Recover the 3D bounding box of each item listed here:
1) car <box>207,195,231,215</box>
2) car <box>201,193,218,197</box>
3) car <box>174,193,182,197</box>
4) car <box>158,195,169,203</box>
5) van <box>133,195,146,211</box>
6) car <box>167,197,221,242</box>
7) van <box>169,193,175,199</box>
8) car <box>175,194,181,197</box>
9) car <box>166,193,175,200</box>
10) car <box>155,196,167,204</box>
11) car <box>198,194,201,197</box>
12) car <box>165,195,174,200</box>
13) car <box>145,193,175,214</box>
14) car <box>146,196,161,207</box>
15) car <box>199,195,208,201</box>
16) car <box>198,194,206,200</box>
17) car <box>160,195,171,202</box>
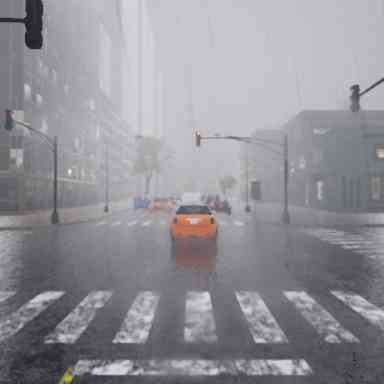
[{"bbox_3d":[2.703,1.366,32.648,1.967,1.590,4.097,1,0,0],"label":"car"},{"bbox_3d":[2.705,1.214,43.996,2.192,1.841,5.009,1,0,0],"label":"car"},{"bbox_3d":[-3.004,1.009,65.691,2.097,1.767,4.553,0,0,0],"label":"car"},{"bbox_3d":[-5.681,1.412,66.654,1.947,1.339,4.313,1,0,0],"label":"car"},{"bbox_3d":[-5.675,1.254,38.283,1.690,1.788,3.998,1,0,0],"label":"van"},{"bbox_3d":[0.094,1.316,16.398,2.097,1.767,4.553,0,0,0],"label":"car"},{"bbox_3d":[-5.678,1.120,95.023,1.690,1.788,3.998,1,0,0],"label":"van"},{"bbox_3d":[-3.086,1.394,48.945,1.837,1.490,4.892,0,0,0],"label":"car"},{"bbox_3d":[-5.677,1.107,89.349,2.192,1.841,5.009,1,0,0],"label":"car"},{"bbox_3d":[-5.681,1.441,60.979,1.802,1.307,4.206,1,0,0],"label":"car"},{"bbox_3d":[2.704,1.161,66.692,2.192,1.841,5.009,1,0,0],"label":"car"},{"bbox_3d":[-5.681,1.356,83.675,2.008,1.369,4.403,1,0,0],"label":"car"},{"bbox_3d":[-3.099,1.276,33.517,2.097,1.767,4.553,0,0,0],"label":"car"},{"bbox_3d":[-5.679,1.412,49.461,1.752,1.417,4.829,1,0,0],"label":"car"},{"bbox_3d":[2.699,1.385,78.041,1.947,1.339,4.313,1,0,0],"label":"car"},{"bbox_3d":[2.700,1.232,89.388,1.967,1.590,4.097,1,0,0],"label":"car"},{"bbox_3d":[-5.681,1.398,72.327,1.947,1.339,4.313,1,0,0],"label":"car"}]
